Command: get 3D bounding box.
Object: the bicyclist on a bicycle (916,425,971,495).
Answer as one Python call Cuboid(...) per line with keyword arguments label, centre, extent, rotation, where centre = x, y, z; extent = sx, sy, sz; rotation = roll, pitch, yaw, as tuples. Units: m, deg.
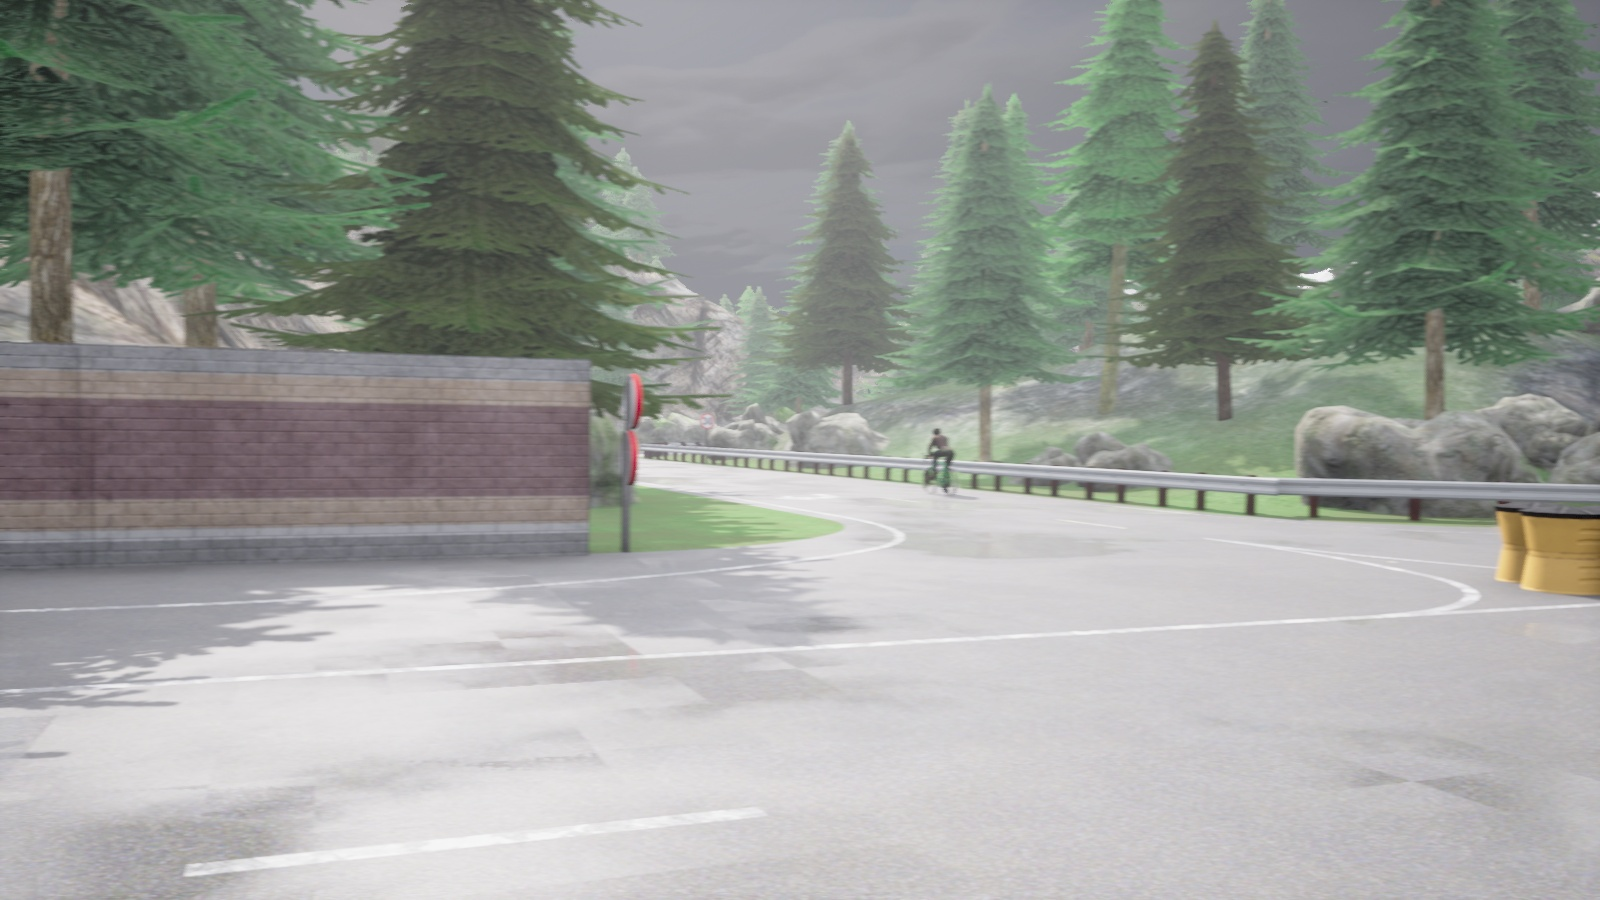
Cuboid(label="bicyclist on a bicycle", centre=(3.429, 0.230, 30.092), extent=(0.582, 1.620, 1.656), rotation=(-1, 1, -22))
